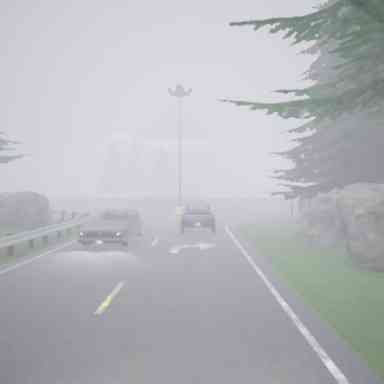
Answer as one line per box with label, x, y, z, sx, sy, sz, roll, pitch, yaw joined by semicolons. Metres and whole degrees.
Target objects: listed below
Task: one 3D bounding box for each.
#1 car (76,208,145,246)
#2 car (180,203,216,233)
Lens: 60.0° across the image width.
car;-3.352;1.437;14.856;2.033;1.411;5.357;0;0;1
car;0.328;1.355;18.780;2.128;1.511;4.902;0;1;1
